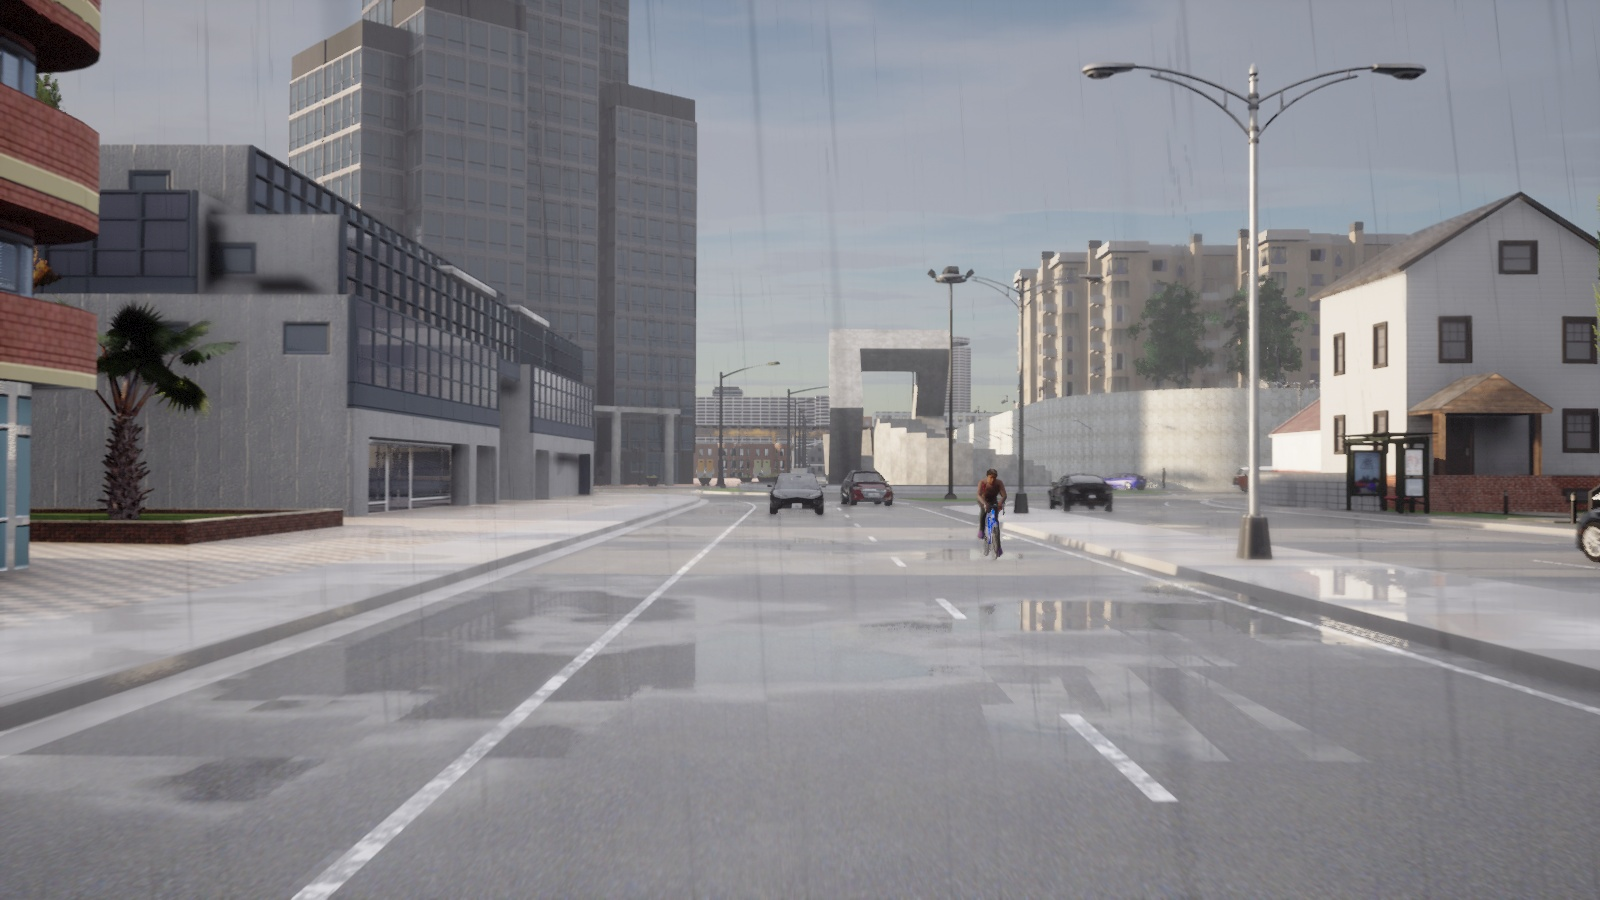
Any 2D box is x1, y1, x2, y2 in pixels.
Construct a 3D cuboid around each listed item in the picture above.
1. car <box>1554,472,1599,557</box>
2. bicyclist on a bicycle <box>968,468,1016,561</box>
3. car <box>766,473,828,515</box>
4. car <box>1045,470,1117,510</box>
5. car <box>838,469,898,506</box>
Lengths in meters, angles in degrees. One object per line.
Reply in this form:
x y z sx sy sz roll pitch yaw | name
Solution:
14.950 1.109 20.891 1.837 1.490 4.892 0 -1 0 | car
3.445 1.133 22.633 0.582 1.620 1.656 0 -1 0 | bicyclist on a bicycle
-0.112 1.596 46.686 2.163 1.488 4.792 0 -1 0 | car
11.427 1.608 51.451 1.882 1.535 5.008 0 -1 1 | car
3.060 1.701 57.852 2.033 1.649 4.856 0 -1 -6 | car
